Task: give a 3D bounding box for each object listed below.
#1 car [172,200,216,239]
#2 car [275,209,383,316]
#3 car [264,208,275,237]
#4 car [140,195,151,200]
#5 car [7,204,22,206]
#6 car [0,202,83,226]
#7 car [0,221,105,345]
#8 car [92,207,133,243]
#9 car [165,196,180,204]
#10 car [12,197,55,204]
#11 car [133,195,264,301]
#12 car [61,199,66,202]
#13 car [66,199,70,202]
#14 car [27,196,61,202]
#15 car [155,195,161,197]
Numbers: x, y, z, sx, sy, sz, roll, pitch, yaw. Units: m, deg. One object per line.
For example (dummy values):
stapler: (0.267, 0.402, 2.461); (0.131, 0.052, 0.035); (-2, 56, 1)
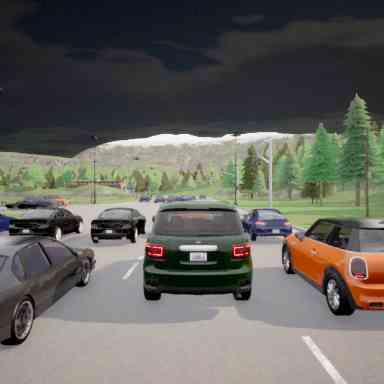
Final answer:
car: (0.109, 1.352, 18.004); (2.097, 1.767, 4.553); (0, 0, 0)
car: (3.600, 1.352, 7.683); (2.097, 1.767, 4.553); (0, 0, 0)
car: (3.610, 1.526, 16.583); (1.812, 1.442, 4.674); (0, 0, 0)
car: (-10.468, 1.355, 75.203); (2.097, 1.767, 4.553); (0, 0, 0)
car: (-10.392, 1.526, 16.312); (1.812, 1.442, 4.674); (0, 0, 0)
car: (-6.892, 1.478, 16.281); (1.882, 1.535, 5.008); (0, 0, 0)
car: (-3.400, 1.547, 6.284); (2.033, 1.411, 5.357); (0, 0, 0)
car: (-3.392, 1.478, 16.111); (1.882, 1.535, 5.008); (0, 0, 0)
car: (-3.719, 1.547, 64.803); (2.033, 1.411, 5.357); (0, 0, 5)
car: (-19.767, 1.601, 40.640); (4.718, 1.301, 1.895); (0, 0, -5)
car: (0.107, 1.221, 8.482); (2.150, 2.045, 5.566); (0, 0, 0)
car: (-21.090, 1.525, 47.558); (4.674, 1.442, 1.812); (0, 0, -4)
car: (-21.092, 1.352, 51.141); (4.553, 1.767, 2.097); (0, 0, -5)
car: (-20.370, 1.353, 44.209); (4.553, 1.767, 2.097); (0, 0, -6)
car: (-6.938, 1.543, 72.256); (2.033, 1.411, 5.357); (0, 0, 0)
